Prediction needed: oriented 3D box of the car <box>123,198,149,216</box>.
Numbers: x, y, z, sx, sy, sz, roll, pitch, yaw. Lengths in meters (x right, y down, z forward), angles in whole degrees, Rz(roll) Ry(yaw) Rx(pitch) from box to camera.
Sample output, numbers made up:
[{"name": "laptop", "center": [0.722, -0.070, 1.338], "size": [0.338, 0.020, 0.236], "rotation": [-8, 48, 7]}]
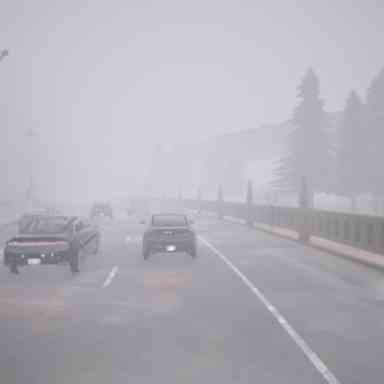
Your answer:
[{"name": "car", "center": [-5.669, 1.428, 33.564], "size": [2.097, 1.767, 4.553], "rotation": [0, 0, -18]}]

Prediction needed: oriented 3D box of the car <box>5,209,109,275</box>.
[{"name": "car", "center": [-4.198, 1.527, 10.701], "size": [2.128, 1.511, 4.902], "rotation": [0, 0, -6]}]

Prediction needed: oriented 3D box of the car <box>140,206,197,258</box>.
[{"name": "car", "center": [-0.936, 1.529, 12.881], "size": [1.837, 1.490, 4.892], "rotation": [0, 0, -7]}]

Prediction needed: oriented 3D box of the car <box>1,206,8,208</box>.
[{"name": "car", "center": [-25.662, 1.784, 45.153], "size": [1.895, 1.301, 4.718], "rotation": [0, 0, -25]}]

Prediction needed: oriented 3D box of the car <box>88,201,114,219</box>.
[{"name": "car", "center": [-8.042, 1.586, 29.547], "size": [1.837, 1.490, 4.892], "rotation": [0, 0, -16]}]

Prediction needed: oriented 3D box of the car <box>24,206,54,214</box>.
[{"name": "car", "center": [-9.366, 1.599, 20.728], "size": [1.812, 1.442, 4.674], "rotation": [0, 0, -12]}]
